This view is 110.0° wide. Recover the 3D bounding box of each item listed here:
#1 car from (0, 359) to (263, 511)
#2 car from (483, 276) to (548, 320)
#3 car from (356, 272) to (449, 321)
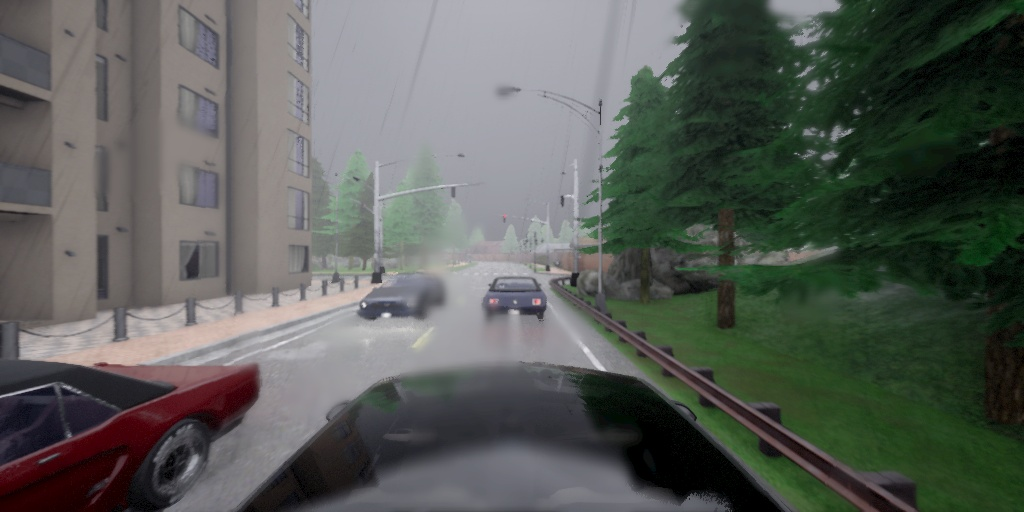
[{"bbox_3d":[-3.592,1.351,1.567,1.895,1.301,4.718,0,0,0],"label":"car"},{"bbox_3d":[0.101,1.341,12.482,1.895,1.301,4.718,0,0,0],"label":"car"},{"bbox_3d":[-3.522,1.288,12.748,2.033,1.411,5.357,0,0,0],"label":"car"}]
